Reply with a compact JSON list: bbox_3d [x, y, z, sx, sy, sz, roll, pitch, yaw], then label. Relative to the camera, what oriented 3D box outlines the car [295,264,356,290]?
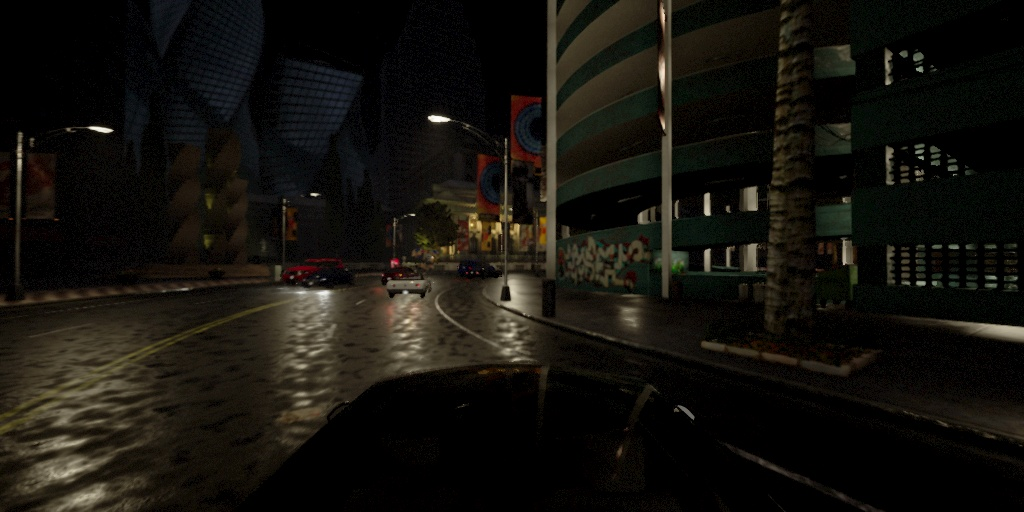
[{"bbox_3d":[-12.899,1.538,25.559,1.812,1.442,4.674,0,-1,3],"label":"car"}]

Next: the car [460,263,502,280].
[{"bbox_3d":[-2.933,1.758,37.741,2.033,1.411,5.357,0,-1,24],"label":"car"}]

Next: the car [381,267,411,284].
[{"bbox_3d":[-8.868,1.599,28.997,1.812,1.442,4.674,0,-1,7],"label":"car"}]

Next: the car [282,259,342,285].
[{"bbox_3d":[-16.096,1.274,29.550,2.150,2.045,5.566,0,-1,8],"label":"car"}]

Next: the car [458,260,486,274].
[{"bbox_3d":[-4.188,1.494,42.651,2.150,2.045,5.566,0,-1,28],"label":"car"}]

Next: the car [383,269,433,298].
[{"bbox_3d":[-5.658,1.573,20.361,1.895,1.301,4.718,0,-1,-7],"label":"car"}]
